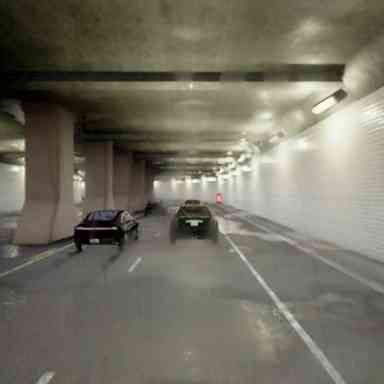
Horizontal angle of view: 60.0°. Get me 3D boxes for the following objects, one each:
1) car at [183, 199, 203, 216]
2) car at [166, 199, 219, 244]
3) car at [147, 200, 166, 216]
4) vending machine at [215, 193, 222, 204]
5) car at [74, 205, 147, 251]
[{"bbox_3d":[0.091,1.482,33.920,1.882,1.535,5.008,0,0,0],"label":"car"},{"bbox_3d":[0.096,1.354,15.973,2.097,1.767,4.553,0,0,0],"label":"car"},{"bbox_3d":[-3.409,1.496,32.275,2.128,1.511,4.902,0,0,0],"label":"car"},{"bbox_3d":[5.063,1.204,63.234,1.100,2.100,0.880,0,0,-7],"label":"vending machine"},{"bbox_3d":[-3.404,1.494,14.044,2.128,1.511,4.902,0,0,0],"label":"car"}]
